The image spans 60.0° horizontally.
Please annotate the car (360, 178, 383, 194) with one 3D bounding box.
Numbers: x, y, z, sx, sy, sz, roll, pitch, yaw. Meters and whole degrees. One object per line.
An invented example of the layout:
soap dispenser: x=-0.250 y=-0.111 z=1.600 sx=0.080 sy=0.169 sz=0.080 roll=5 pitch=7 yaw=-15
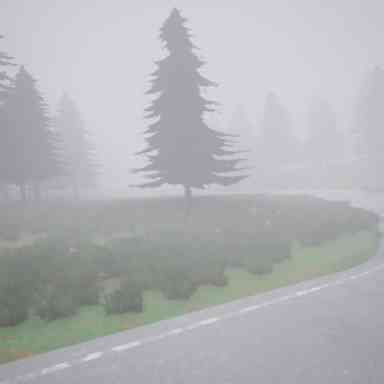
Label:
car: x=15.083 y=-0.489 z=25.573 sx=1.895 sy=1.301 sz=4.718 roll=-5 pitch=3 yaw=-7
